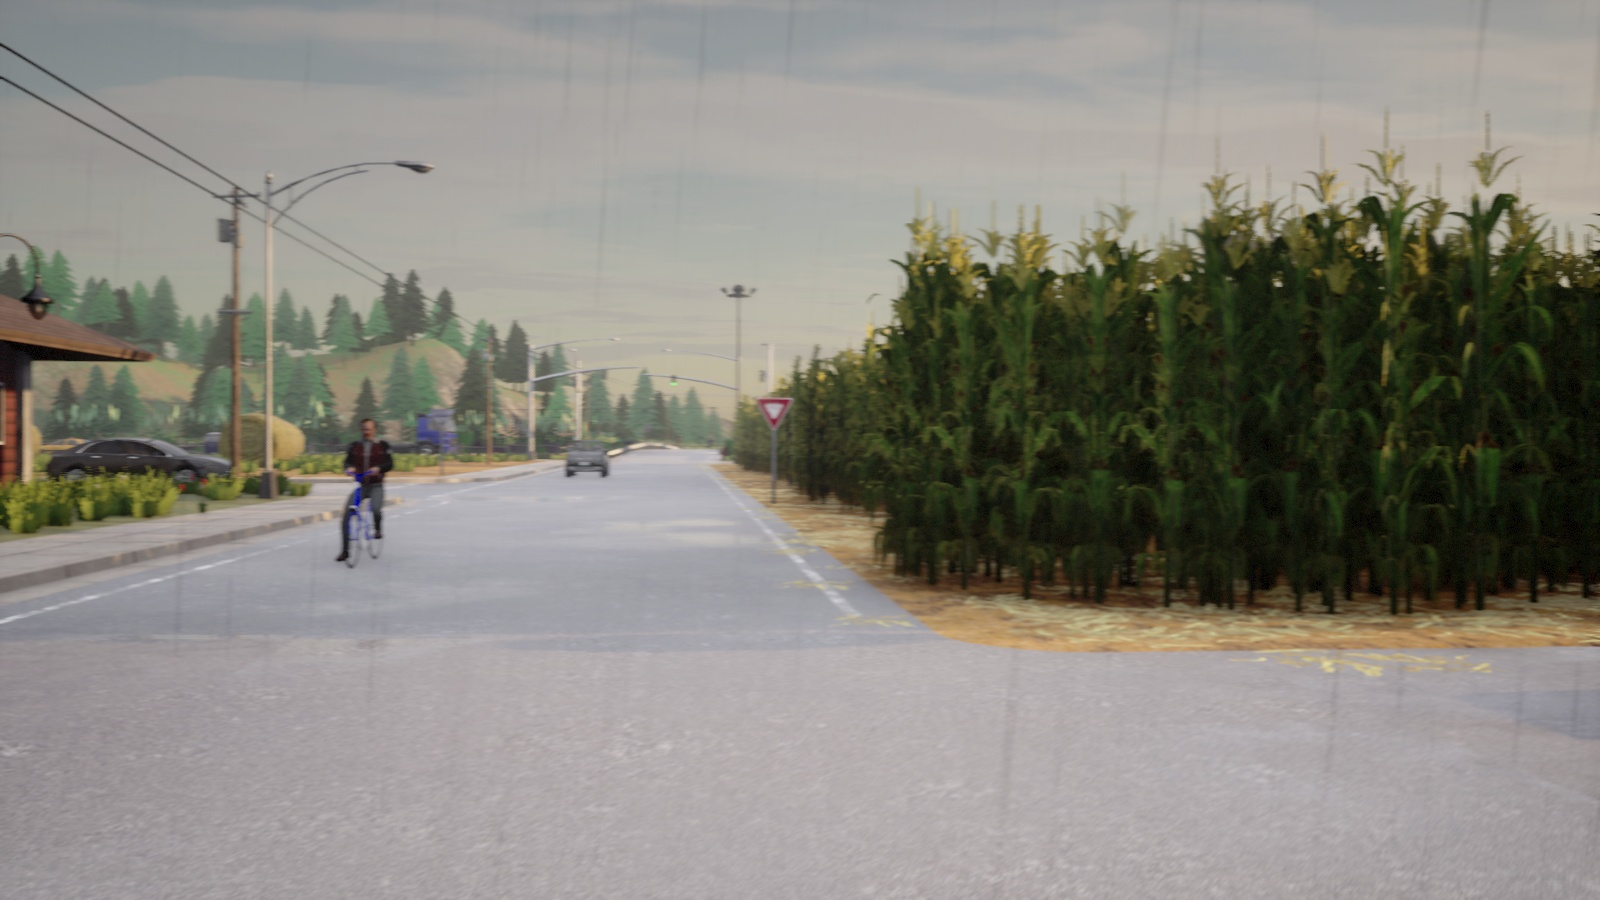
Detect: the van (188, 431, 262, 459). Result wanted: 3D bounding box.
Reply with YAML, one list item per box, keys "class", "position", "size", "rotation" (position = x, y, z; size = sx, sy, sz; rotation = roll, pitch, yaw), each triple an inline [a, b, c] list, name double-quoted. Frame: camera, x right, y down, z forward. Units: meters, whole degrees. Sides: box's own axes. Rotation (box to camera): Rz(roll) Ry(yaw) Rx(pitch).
- class: "van"
  position: [-41.321, -0.370, 90.298]
  size: [4.442, 1.987, 1.775]
  rotation: [1, 0, -3]

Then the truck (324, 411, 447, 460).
- class: "truck"
  position: [-29.920, -1.030, 90.899]
  size: [7.936, 3.462, 2.891]
  rotation: [0, 0, -3]

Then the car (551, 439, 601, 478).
- class: "car"
  position: [-9.354, 0.337, 52.624]
  size: [1.789, 1.549, 3.705]
  rotation: [0, 0, -6]

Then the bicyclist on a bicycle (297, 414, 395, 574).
- class: "bicyclist on a bicycle"
  position: [-5.350, 0.489, 14.905]
  size: [0.659, 1.776, 1.843]
  rotation: [0, 0, -6]

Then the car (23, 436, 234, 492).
- class: "car"
  position: [-18.806, 0.382, 35.337]
  size: [4.892, 1.490, 1.837]
  rotation: [0, 0, -7]
